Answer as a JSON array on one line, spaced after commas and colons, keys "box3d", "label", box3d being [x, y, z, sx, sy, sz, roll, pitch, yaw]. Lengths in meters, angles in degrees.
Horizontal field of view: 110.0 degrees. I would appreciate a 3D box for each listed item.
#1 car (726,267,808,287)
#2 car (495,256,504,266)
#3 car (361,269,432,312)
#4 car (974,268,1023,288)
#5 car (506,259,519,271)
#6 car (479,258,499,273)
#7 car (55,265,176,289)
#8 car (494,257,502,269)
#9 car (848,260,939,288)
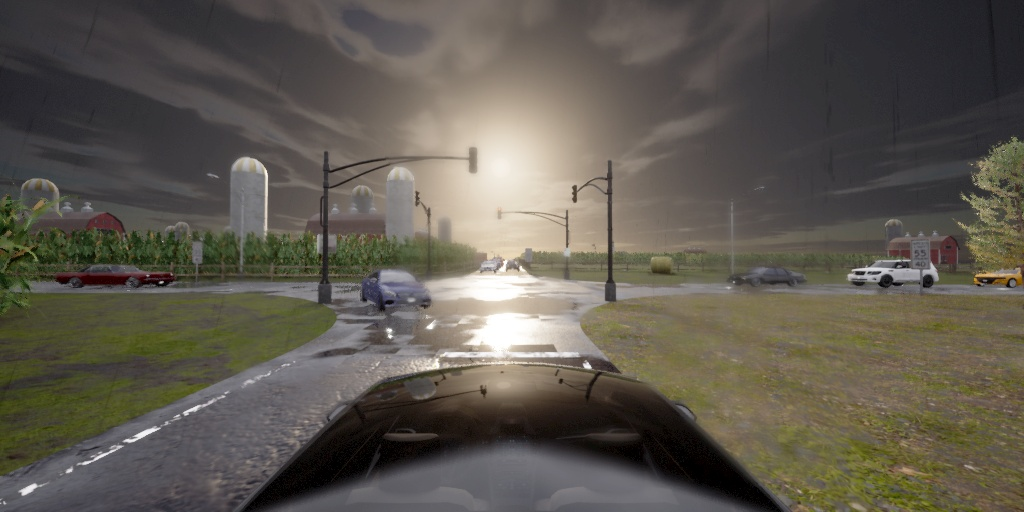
[{"box3d": [18.675, 1.525, 26.296, 5.357, 1.411, 2.033, 1, -1, -8], "label": "car"}, {"box3d": [-2.891, 1.295, 62.545, 1.882, 1.535, 5.008, 0, 0, 0], "label": "car"}, {"box3d": [-4.773, 1.264, 14.418, 1.812, 1.442, 4.674, 2, -1, -34], "label": "car"}, {"box3d": [38.842, 1.645, 27.759, 5.008, 1.535, 1.882, 1, -1, -5], "label": "car"}, {"box3d": [0.076, 1.397, 50.585, 1.895, 1.301, 4.718, 0, 0, 0], "label": "car"}, {"box3d": [-2.818, 1.312, 43.367, 1.812, 1.442, 4.674, 0, 0, -1], "label": "car"}, {"box3d": [-21.844, 1.147, 19.956, 4.718, 1.301, 1.895, 0, -1, -3], "label": "car"}, {"box3d": [-2.872, 1.325, 52.524, 1.812, 1.442, 4.674, 0, 0, 0], "label": "car"}, {"box3d": [28.660, 1.291, 27.005, 5.566, 2.045, 2.150, 1, -1, -4], "label": "car"}]
